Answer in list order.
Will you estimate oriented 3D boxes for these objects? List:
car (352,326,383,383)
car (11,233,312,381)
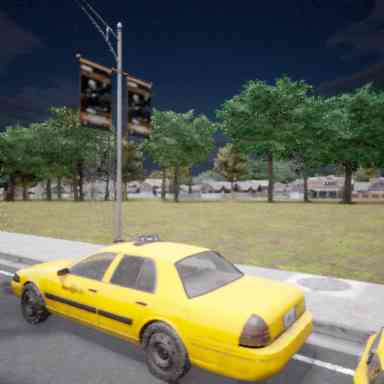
[{"bbox_3d":[3.948,1.457,1.942,5.366,1.575,1.801,0,0,36],"label":"car"},{"bbox_3d":[-0.936,1.457,5.427,5.366,1.575,1.801,0,0,36],"label":"car"}]
